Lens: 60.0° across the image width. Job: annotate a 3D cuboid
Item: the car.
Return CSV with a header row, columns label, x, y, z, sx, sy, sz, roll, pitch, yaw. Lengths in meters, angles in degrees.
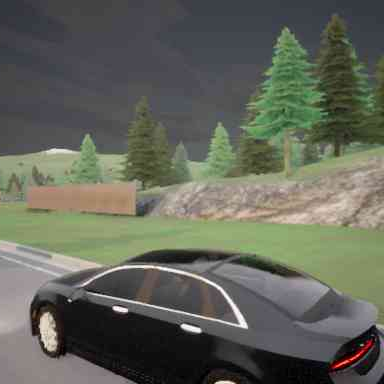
label,x,y,z,sx,sy,sz,roll,pitch,yaw
car,-0.242,1.521,4.402,4.892,1.490,1.837,-1,0,36
